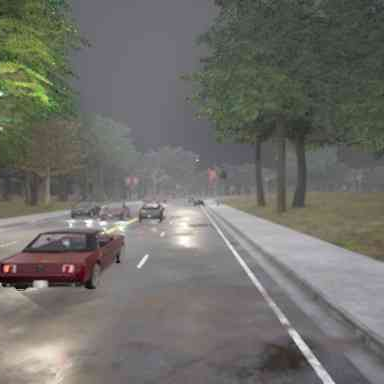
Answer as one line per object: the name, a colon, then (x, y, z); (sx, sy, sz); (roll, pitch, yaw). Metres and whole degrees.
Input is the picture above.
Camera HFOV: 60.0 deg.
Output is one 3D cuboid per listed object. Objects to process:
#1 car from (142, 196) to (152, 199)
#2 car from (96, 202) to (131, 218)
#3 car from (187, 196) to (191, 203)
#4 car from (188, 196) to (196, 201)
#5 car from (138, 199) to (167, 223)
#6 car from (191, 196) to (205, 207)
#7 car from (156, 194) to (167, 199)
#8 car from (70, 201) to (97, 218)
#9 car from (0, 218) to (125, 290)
car: (-9.738, 1.758, 73.202); (1.837, 1.490, 4.892); (0, 0, 0)
car: (-6.598, 1.650, 29.187); (1.812, 1.442, 4.674); (0, 0, 0)
car: (0.013, 1.817, 76.476); (2.128, 1.511, 4.902); (0, 0, 0)
car: (0.063, 1.789, 92.557); (1.882, 1.535, 5.008); (0, 0, 3)
car: (-3.146, 1.607, 26.967); (2.128, 1.511, 4.902); (0, 0, 0)
car: (1.146, 1.755, 56.813); (1.837, 1.490, 4.892); (0, 0, 0)
car: (-6.489, 1.537, 70.954); (2.150, 2.045, 5.566); (0, 0, 0)
car: (-9.841, 1.637, 31.188); (1.837, 1.490, 4.892); (0, 0, 0)
car: (-3.148, 1.641, 9.149); (1.895, 1.301, 4.718); (0, 0, 0)
